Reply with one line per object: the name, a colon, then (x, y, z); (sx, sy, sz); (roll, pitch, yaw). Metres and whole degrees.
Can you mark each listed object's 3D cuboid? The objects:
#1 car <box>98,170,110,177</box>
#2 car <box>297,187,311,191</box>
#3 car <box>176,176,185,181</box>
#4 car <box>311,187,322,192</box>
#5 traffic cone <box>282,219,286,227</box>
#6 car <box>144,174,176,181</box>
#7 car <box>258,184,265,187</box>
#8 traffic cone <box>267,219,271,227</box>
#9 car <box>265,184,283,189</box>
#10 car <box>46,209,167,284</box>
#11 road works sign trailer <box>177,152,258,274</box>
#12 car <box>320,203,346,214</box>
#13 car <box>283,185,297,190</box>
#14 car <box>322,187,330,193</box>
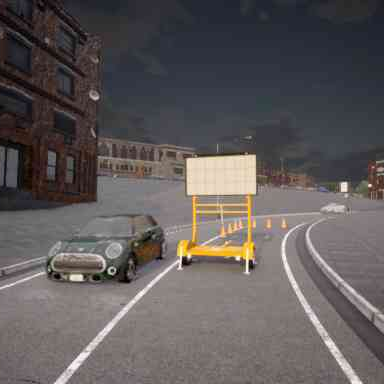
car: (-15.282, -2.773, 52.302); (4.553, 1.767, 2.185); (2, -5, -32)
car: (25.665, -0.523, 80.379); (4.892, 1.521, 2.231); (4, -6, -39)
car: (-1.277, -2.058, 60.924); (4.892, 1.521, 2.231); (3, -5, -32)
car: (29.967, -0.341, 84.019); (4.553, 1.767, 2.185); (4, -6, -40)
traffic cone: (6.326, 2.137, 22.928); (0.340, 0.580, 0.340); (-2, -1, 17)
car: (-5.970, -2.264, 58.026); (4.892, 1.521, 2.231); (2, -5, -32)
car: (12.489, -1.455, 70.214); (4.553, 1.767, 2.185); (3, -6, -35)
traffic cone: (5.375, 2.167, 23.223); (0.340, 0.580, 0.340); (-2, -1, 17)
car: (17.085, -1.031, 73.610); (4.792, 1.488, 2.163); (3, -6, -37)
car: (-2.282, 1.443, 10.001); (2.097, 1.767, 4.553); (-1, -1, 11)
road works sign trailer: (1.003, 0.528, 10.974); (2.380, 3.560, 2.880); (-1, -1, 18)
car: (19.927, 2.324, 46.841); (4.674, 1.442, 1.812); (1, -4, -38)
car: (21.450, -0.754, 76.977); (4.674, 1.452, 2.002); (3, -6, -38)
car: (34.182, -0.132, 87.717); (5.566, 2.045, 2.435); (5, -6, -41)
